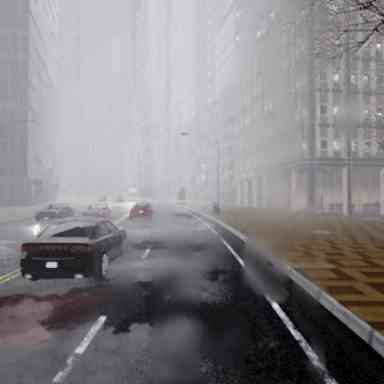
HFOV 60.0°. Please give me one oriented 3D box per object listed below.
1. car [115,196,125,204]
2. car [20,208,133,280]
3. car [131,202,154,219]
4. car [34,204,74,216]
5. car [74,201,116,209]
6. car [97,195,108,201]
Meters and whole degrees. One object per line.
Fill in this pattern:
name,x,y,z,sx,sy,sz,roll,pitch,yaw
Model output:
car,-14.376,1.505,66.009,1.837,1.490,4.892,1,0,-14
car,-3.220,1.484,10.005,1.882,1.535,5.008,0,0,-1
car,-4.373,1.590,29.303,1.994,1.385,4.181,0,0,-6
car,-10.806,1.601,26.425,1.895,1.301,4.718,0,0,-5
car,-7.515,1.612,26.172,1.895,1.301,4.718,0,0,-5
car,-17.963,1.440,66.831,1.882,1.535,5.008,0,0,-15
